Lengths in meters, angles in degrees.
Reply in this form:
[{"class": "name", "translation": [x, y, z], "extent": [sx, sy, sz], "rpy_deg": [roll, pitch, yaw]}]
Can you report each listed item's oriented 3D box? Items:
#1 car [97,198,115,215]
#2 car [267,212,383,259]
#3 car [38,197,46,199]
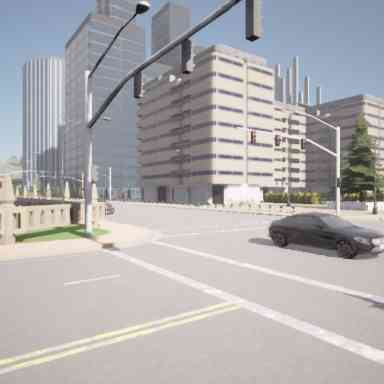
[{"class": "car", "translation": [-9.449, 1.351, 33.419], "extent": [2.097, 1.767, 4.553], "rpy_deg": [0, 0, -36]}, {"class": "car", "translation": [4.987, 1.535, 12.866], "extent": [1.812, 1.442, 4.674], "rpy_deg": [0, 0, -33]}, {"class": "car", "translation": [-24.327, 1.497, 54.248], "extent": [1.812, 1.442, 4.674], "rpy_deg": [0, 0, -36]}]
